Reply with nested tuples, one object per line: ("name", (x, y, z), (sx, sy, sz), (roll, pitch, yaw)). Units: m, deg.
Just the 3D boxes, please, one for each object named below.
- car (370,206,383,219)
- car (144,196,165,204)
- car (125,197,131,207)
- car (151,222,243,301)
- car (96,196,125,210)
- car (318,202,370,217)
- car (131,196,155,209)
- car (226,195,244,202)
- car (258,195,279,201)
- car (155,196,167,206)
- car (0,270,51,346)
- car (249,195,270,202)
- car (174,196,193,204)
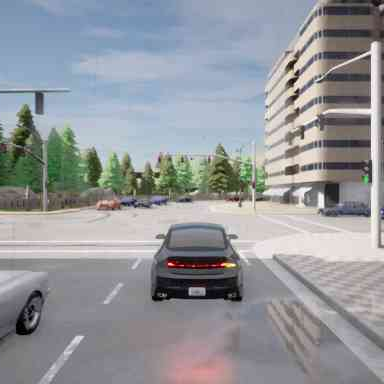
("car", (17.703, 1.581, 27.439), (4.674, 1.442, 1.812), (0, 0, 0))
("car", (-7.040, 1.505, 62.961), (1.837, 1.490, 4.892), (0, 0, 22))
("car", (-9.864, 1.477, 51.029), (1.882, 1.535, 5.008), (0, 0, 7))
("car", (0.117, 1.505, 8.282), (1.837, 1.490, 4.892), (0, 0, 1))
("car", (-10.396, 1.351, 41.818), (2.097, 1.767, 4.553), (0, 0, 2))
("car", (14.607, 1.602, 30.949), (5.357, 1.411, 2.033), (0, 0, 0))
("car", (-6.739, 1.563, 46.042), (1.994, 1.385, 4.181), (0, 0, 0))
("car", (9.726, 1.477, 74.998), (5.008, 1.535, 1.882), (0, 0, -41))
("car", (18.524, 1.499, 80.512), (4.892, 1.490, 1.837), (0, 0, -22))
("car", (-5.630, 1.477, 55.848), (1.882, 1.535, 5.008), (0, 0, 14))
("car", (-3.426, 1.601, 3.762), (1.895, 1.301, 4.718), (0, 0, 0))
("car", (15.199, 1.594, 74.726), (4.718, 1.301, 1.895), (0, 0, -33))
("car", (-1.673, 1.477, 66.364), (1.882, 1.535, 5.008), (0, 0, 29))
